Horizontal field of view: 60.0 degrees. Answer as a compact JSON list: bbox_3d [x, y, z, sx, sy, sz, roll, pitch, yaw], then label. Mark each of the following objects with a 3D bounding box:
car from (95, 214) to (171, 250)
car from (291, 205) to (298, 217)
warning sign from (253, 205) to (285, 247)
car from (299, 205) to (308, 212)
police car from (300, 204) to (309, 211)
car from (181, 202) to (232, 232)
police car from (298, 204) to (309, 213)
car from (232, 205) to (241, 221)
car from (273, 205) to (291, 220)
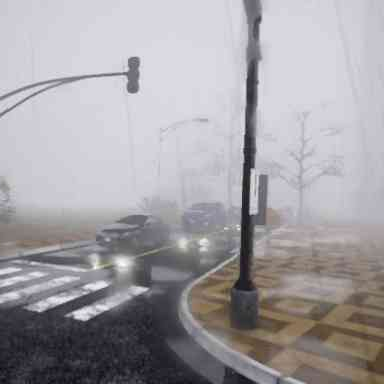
[{"bbox_3d":[-2.593,1.780,15.942,1.812,1.442,4.674,2,-1,23],"label":"car"},{"bbox_3d":[14.726,2.833,51.683,2.097,1.767,4.553,2,-1,21],"label":"car"},{"bbox_3d":[3.698,1.606,16.011,1.300,1.860,1.060,2,-1,21],"label":"warning sign"},{"bbox_3d":[27.474,3.947,81.832,1.837,1.490,4.892,2,-1,21],"label":"car"},{"bbox_3d":[29.703,4.041,87.521,1.930,1.638,5.238,2,-1,21],"label":"police car"},{"bbox_3d":[1.064,1.764,25.244,2.150,2.045,5.566,2,-1,21],"label":"car"},{"bbox_3d":[23.877,3.585,72.626,1.930,1.638,5.238,2,-1,21],"label":"police car"},{"bbox_3d":[4.791,2.189,34.758,2.097,1.767,4.553,2,-1,21],"label":"car"},{"bbox_3d":[11.103,2.721,42.306,1.812,1.442,4.674,2,-1,22],"label":"car"}]
